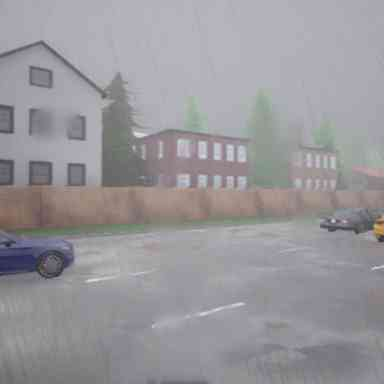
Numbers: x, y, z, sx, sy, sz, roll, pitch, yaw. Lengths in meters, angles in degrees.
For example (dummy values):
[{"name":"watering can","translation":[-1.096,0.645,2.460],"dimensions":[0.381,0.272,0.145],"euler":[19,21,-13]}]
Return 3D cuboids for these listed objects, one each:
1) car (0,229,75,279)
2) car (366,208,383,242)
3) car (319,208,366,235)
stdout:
[{"name":"car","translation":[-5.435,1.534,8.452],"dimensions":[4.674,1.442,1.812],"euler":[0,0,-35]},{"name":"car","translation":[10.451,1.538,15.528],"dimensions":[5.008,1.535,1.882],"euler":[0,0,-36]},{"name":"car","translation":[9.585,1.615,19.211],"dimensions":[5.357,1.411,2.033],"euler":[0,0,-36]}]
